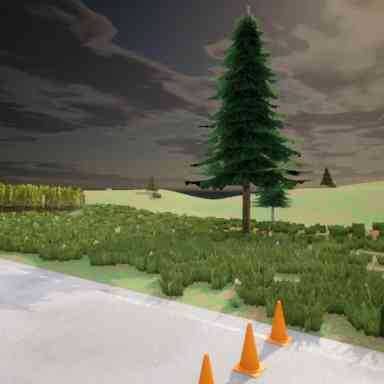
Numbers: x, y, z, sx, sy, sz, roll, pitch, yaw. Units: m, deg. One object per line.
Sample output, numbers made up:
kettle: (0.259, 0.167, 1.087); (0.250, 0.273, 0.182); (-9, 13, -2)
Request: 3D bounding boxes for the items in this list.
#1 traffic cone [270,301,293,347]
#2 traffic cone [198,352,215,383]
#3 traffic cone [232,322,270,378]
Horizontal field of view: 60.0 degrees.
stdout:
traffic cone: (1.320, 1.955, 5.050); (0.340, 0.580, 0.340); (0, 0, 36)
traffic cone: (0.150, 1.955, 3.427); (0.340, 0.580, 0.340); (0, 0, 36)
traffic cone: (0.735, 1.955, 4.239); (0.340, 0.580, 0.340); (0, 0, 36)
